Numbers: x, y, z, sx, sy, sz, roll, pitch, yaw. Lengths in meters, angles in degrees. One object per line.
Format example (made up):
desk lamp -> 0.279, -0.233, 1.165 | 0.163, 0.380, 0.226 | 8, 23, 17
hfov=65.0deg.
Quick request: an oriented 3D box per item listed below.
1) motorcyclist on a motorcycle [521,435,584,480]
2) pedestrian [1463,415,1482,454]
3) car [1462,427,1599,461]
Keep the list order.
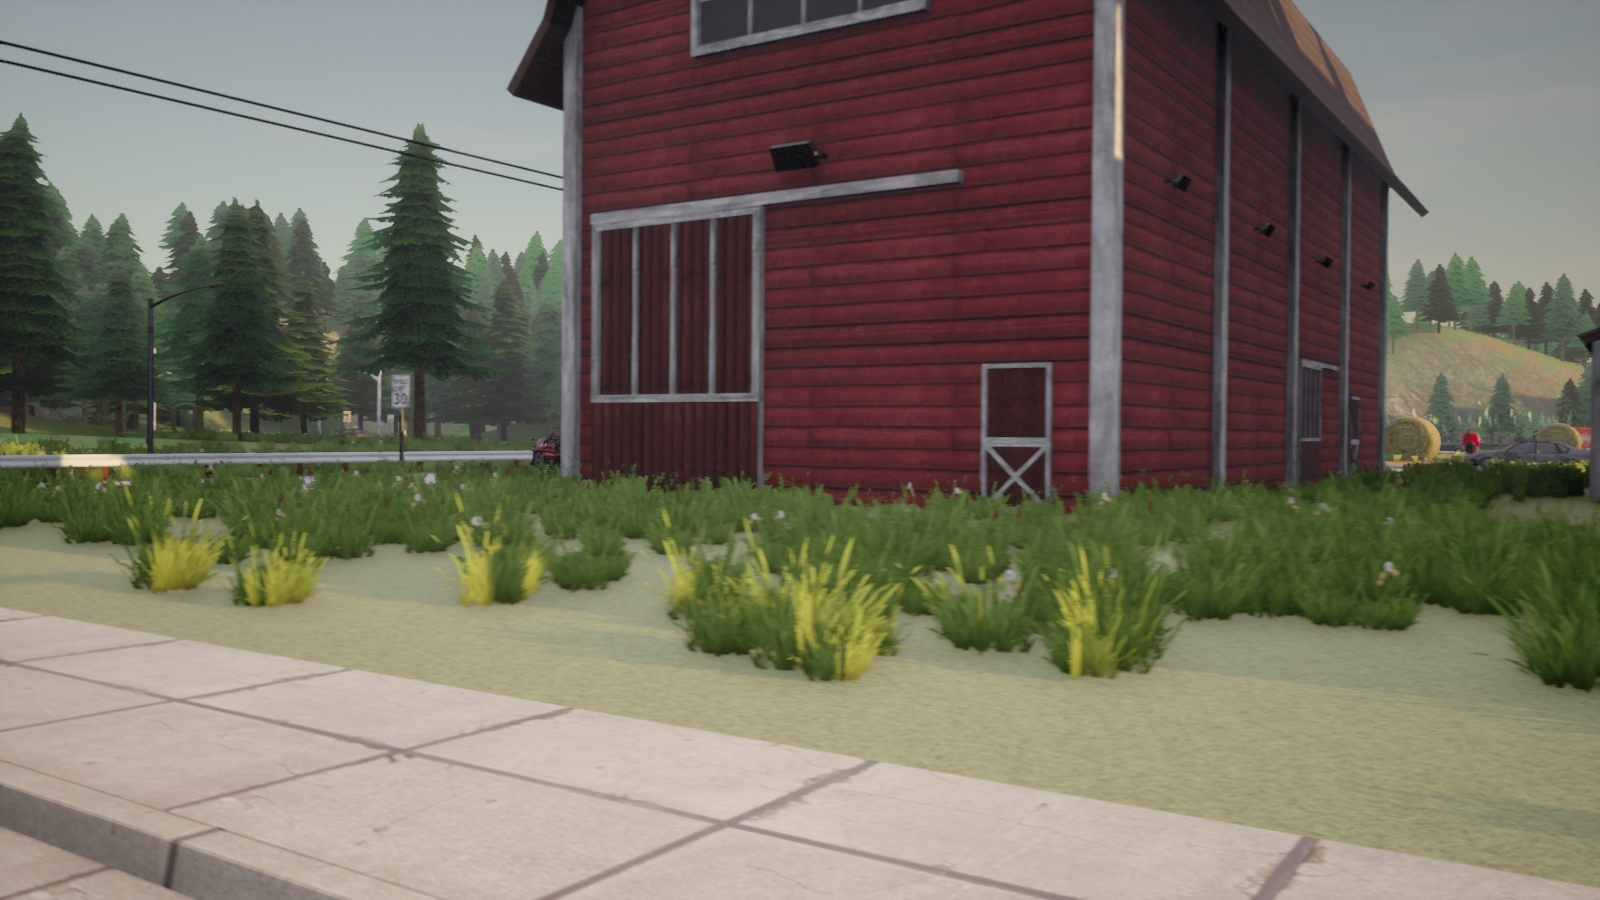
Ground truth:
motorcyclist on a motorcycle -> -8.709, 0.241, 44.303 | 0.866, 1.530, 2.191 | 0, 1, 35
pedestrian -> 31.869, -0.734, 59.482 | 0.634, 1.844, 0.899 | 0, 1, 38
car -> 31.581, -0.270, 53.947 | 5.357, 1.411, 2.033 | 0, 1, 34
